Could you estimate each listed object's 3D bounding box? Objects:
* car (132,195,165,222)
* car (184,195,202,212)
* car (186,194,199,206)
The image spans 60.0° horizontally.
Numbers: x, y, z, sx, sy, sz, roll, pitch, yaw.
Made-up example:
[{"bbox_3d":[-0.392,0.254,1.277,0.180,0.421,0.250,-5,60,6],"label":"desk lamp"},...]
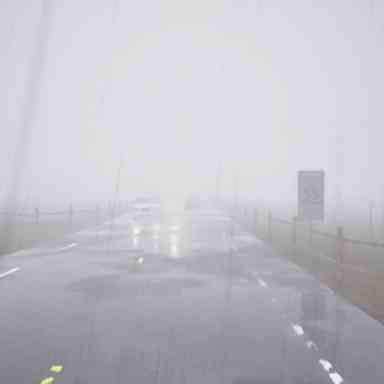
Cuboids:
[{"bbox_3d":[-3.540,1.290,27.862,2.150,2.045,5.566,0,0,0],"label":"car"},{"bbox_3d":[0.076,1.397,38.190,2.128,1.511,4.902,0,1,0],"label":"car"},{"bbox_3d":[0.103,1.167,49.161,1.837,1.490,4.892,0,2,0],"label":"car"}]
